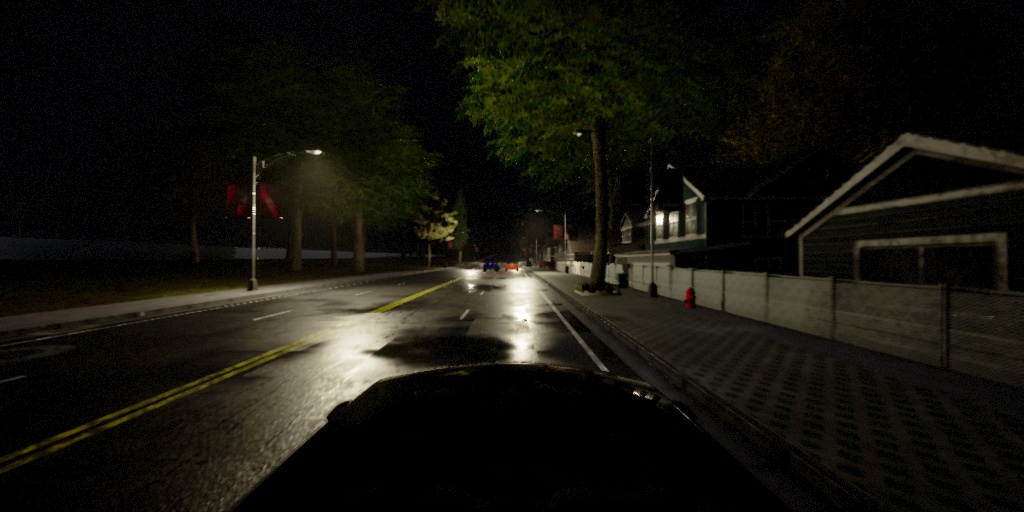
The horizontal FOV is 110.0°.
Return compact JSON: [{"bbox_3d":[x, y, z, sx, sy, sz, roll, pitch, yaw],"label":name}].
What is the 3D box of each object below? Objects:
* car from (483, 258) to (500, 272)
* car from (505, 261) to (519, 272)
[{"bbox_3d":[-3.268,1.372,55.633,2.150,2.045,5.566,0,-1,0],"label":"car"},{"bbox_3d":[-0.018,1.508,55.977,2.097,1.767,4.553,0,-1,0],"label":"car"}]
